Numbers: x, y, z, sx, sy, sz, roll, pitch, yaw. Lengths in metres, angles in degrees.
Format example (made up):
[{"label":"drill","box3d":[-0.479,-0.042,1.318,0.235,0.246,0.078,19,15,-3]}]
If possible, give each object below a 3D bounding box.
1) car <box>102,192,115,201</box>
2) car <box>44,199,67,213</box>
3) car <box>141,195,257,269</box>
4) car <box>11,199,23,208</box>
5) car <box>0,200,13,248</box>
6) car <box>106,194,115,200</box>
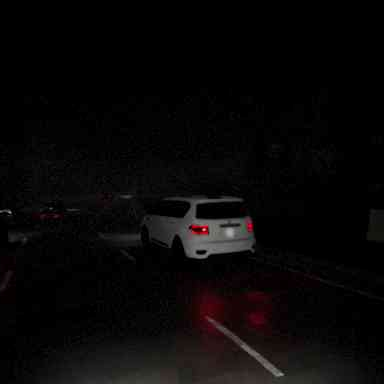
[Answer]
[{"label":"car","box3d":[-19.014,0.976,74.737,2.150,2.045,5.566,-1,0,-11]},{"label":"car","box3d":[-15.192,1.514,37.048,1.812,1.442,4.674,-1,0,-11]},{"label":"car","box3d":[-0.074,1.129,11.217,2.150,2.045,5.566,-1,1,-24]},{"label":"car","box3d":[-25.338,1.708,46.593,1.895,1.301,4.718,-1,0,-10]},{"label":"car","box3d":[-8.430,1.409,12.835,2.097,1.767,4.553,-1,1,-23]},{"label":"car","box3d":[-21.924,1.207,89.960,2.128,1.511,4.902,-1,0,-11]}]
